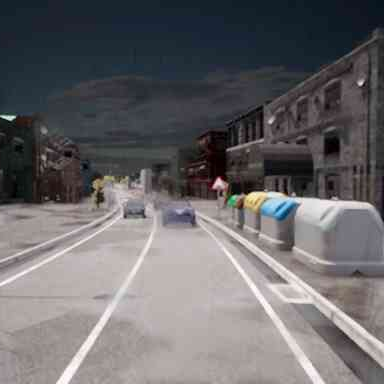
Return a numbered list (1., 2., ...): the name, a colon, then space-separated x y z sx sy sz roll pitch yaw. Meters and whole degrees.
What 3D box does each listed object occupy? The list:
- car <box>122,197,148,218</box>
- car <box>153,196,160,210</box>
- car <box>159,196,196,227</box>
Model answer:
1. car: -4.889 1.400 28.755 1.837 1.490 4.892 0 -1 -8
2. car: -3.636 1.289 40.838 2.097 1.767 4.553 0 -1 -10
3. car: -0.971 1.270 22.433 2.097 1.767 4.553 0 0 -5
